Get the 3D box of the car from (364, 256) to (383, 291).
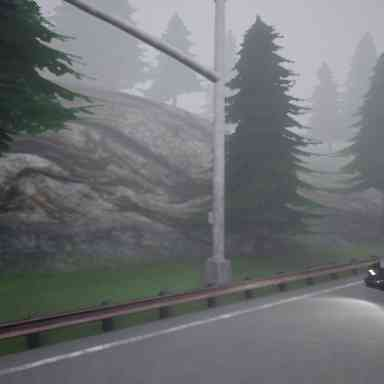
[{"bbox_3d":[6.741,1.849,8.792,5.357,1.411,2.033,2,-2,-35],"label":"car"}]
